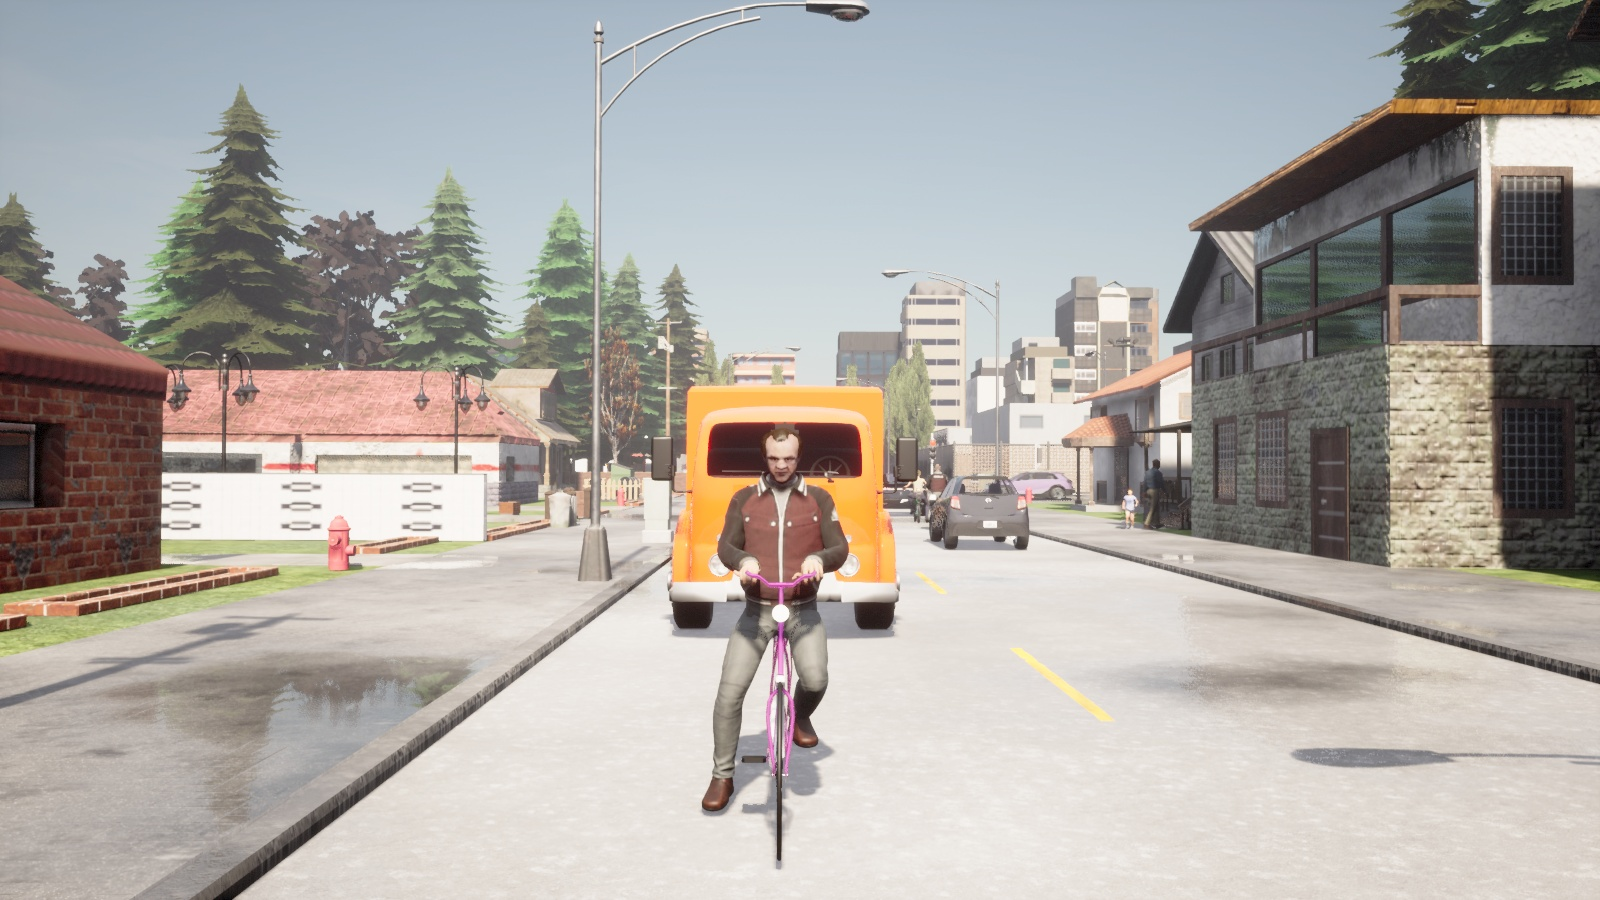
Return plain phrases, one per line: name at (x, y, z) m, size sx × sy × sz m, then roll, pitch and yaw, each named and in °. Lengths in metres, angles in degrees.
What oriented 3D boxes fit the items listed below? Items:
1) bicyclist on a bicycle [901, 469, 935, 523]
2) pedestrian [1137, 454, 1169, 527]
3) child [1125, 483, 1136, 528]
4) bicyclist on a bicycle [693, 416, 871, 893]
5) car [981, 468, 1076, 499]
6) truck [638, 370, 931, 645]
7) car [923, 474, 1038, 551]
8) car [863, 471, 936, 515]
bicyclist on a bicycle at (3.580, 1.378, 38.293) m, size 0.866 × 1.612 × 1.509 m, roll 0°, pitch -1°, yaw -1°
pedestrian at (8.981, 1.023, 31.912) m, size 0.726 × 1.835 × 0.370 m, roll 0°, pitch -1°, yaw -32°
child at (8.382, 1.404, 31.849) m, size 0.255 × 1.110 × 0.394 m, roll 0°, pitch -1°, yaw 14°
bicyclist on a bicycle at (-0.079, 0.780, 5.614) m, size 0.659 × 1.776 × 1.843 m, roll 0°, pitch -1°, yaw -1°
car at (12.510, 1.850, 68.978) m, size 4.856 × 1.649 × 2.033 m, roll 0°, pitch -1°, yaw -1°
truck at (-0.168, 0.562, 13.922) m, size 2.627 × 2.467 × 5.204 m, roll 0°, pitch -1°, yaw -1°
car at (3.705, 1.256, 26.394) m, size 1.845 × 1.501 × 3.633 m, roll 0°, pitch -1°, yaw -1°
car at (3.519, 1.516, 45.323) m, size 2.128 × 1.511 × 4.902 m, roll 0°, pitch -1°, yaw -1°
